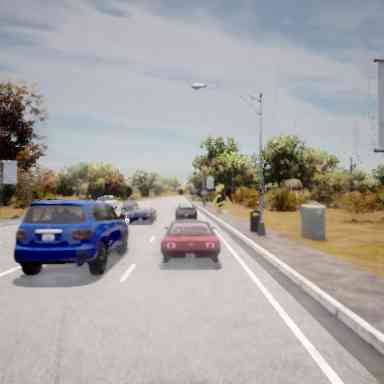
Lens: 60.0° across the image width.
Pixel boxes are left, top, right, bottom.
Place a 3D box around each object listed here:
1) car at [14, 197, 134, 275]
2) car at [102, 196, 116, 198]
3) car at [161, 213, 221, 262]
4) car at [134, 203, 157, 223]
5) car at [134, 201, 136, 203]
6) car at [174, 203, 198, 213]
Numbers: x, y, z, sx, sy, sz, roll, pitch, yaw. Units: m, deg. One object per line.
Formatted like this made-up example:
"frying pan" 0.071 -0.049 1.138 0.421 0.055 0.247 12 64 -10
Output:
"car" -3.551 1.294 10.883 2.150 2.045 5.566 0 -2 0
"car" -11.774 1.567 46.152 2.150 2.045 5.566 0 -1 -2
"car" -0.071 1.692 12.446 1.895 1.301 4.718 0 0 -1
"car" -3.965 1.804 27.499 1.895 1.301 4.718 0 0 -2
"car" -8.214 1.853 44.329 1.812 1.442 4.674 0 0 -2
"car" -0.514 1.705 29.232 2.128 1.511 4.902 0 0 -2
